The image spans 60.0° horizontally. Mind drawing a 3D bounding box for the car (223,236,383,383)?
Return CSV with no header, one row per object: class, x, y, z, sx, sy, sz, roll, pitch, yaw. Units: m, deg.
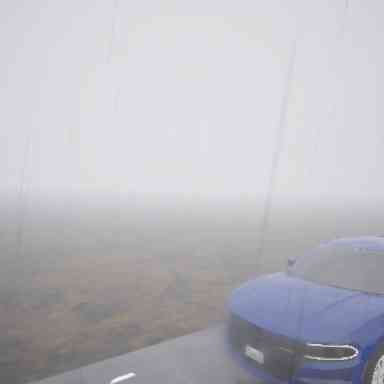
car,2.699,1.456,4.992,5.008,1.535,1.882,0,0,-36
